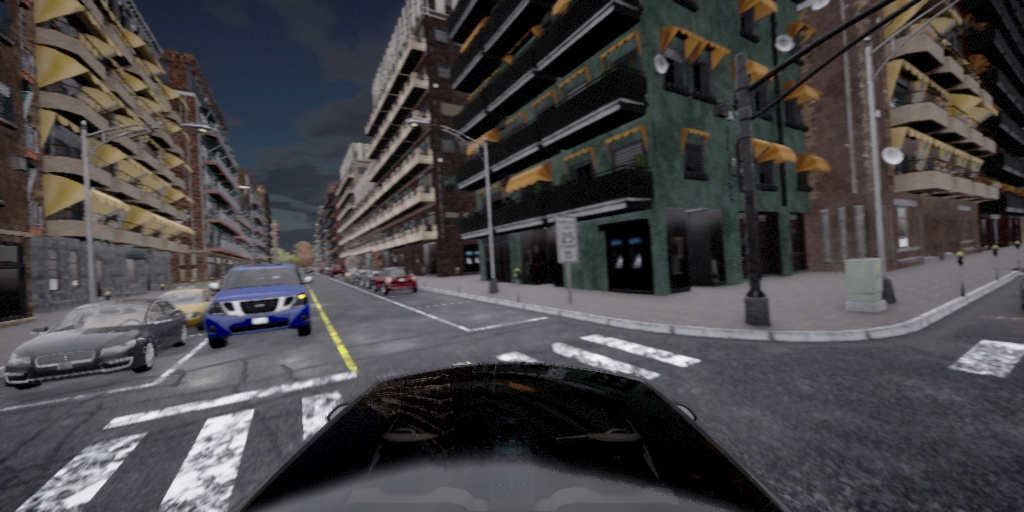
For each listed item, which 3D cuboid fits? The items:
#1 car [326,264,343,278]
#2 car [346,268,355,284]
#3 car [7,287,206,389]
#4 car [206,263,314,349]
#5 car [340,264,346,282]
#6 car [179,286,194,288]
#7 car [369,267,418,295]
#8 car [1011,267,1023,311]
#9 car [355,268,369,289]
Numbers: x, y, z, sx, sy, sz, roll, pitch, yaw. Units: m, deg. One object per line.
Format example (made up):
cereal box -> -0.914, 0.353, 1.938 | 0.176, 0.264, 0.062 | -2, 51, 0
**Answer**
car -> -24.331, 2.028, 50.294 | 2.192, 1.841, 5.009 | 0, 0, -31
car -> -12.849, 1.756, 31.216 | 2.007, 1.370, 4.403 | 0, 0, -31
car -> -8.553, 1.653, 7.843 | 2.007, 1.370, 4.403 | 0, 0, -31
car -> -7.414, 1.247, 10.869 | 2.150, 2.045, 5.566 | -3, 0, -31
car -> -15.807, 1.857, 36.131 | 1.751, 1.417, 4.829 | 0, 0, -31
car -> -11.336, 1.754, 12.466 | 1.751, 1.417, 4.829 | 0, 0, -31
car -> -7.109, 1.393, 21.678 | 1.967, 1.591, 4.097 | 0, 0, -31
car -> 13.603, 0.532, 8.430 | 4.403, 1.370, 2.007 | 0, 0, -30
car -> -9.980, 1.629, 26.447 | 2.007, 1.370, 4.403 | 0, 0, -31
